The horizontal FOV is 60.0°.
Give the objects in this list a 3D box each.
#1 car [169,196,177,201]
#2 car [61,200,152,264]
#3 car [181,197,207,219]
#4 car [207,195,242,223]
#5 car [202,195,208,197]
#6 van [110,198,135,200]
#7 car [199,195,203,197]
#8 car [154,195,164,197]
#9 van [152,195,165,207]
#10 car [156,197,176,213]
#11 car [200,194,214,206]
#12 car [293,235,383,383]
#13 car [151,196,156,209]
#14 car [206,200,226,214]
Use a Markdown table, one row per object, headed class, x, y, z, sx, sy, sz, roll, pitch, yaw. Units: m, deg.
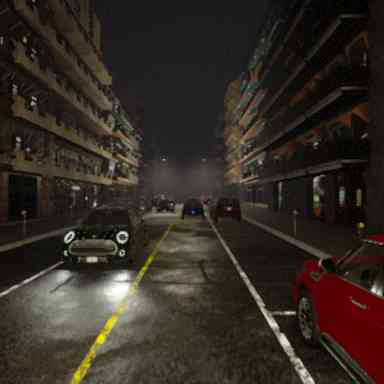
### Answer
| class | x | y | z | sx | sy | sz | roll | pitch | yaw |
| --- | --- | --- | --- | --- | --- | --- | --- | --- | --- |
| car | -5.337 | 1.700 | 92.150 | 1.947 | 1.339 | 4.313 | 1 | 0 | 0 |
| car | -2.843 | 1.328 | 11.728 | 2.097 | 1.767 | 4.553 | 0 | 0 | 0 |
| car | 0.092 | 1.457 | 29.030 | 1.882 | 1.535 | 5.008 | 0 | 0 | 0 |
| car | 2.571 | 1.290 | 25.421 | 2.192 | 1.841 | 5.009 | 1 | 0 | 0 |
| car | 2.558 | 1.597 | 53.237 | 1.947 | 1.339 | 4.313 | 1 | 0 | 0 |
| van | -5.308 | 1.316 | 25.382 | 1.690 | 1.788 | 3.998 | 1 | 0 | 0 |
| car | 0.084 | 1.488 | 44.354 | 1.882 | 1.535 | 5.008 | 0 | 0 | 0 |
| car | -5.320 | 1.569 | 47.638 | 2.008 | 1.369 | 4.403 | 1 | 0 | 0 |
| van | -5.319 | 1.372 | 53.202 | 1.690 | 1.788 | 3.998 | 1 | 0 | 0 |
| car | -2.787 | 1.541 | 36.701 | 2.033 | 1.411 | 5.357 | 0 | 0 | 1 |
| car | 2.559 | 1.359 | 58.802 | 2.192 | 1.841 | 5.009 | 1 | 0 | 0 |
| car | 2.582 | 1.306 | 3.186 | 2.192 | 1.841 | 5.009 | 1 | 0 | 0 |
| car | -5.316 | 1.518 | 36.339 | 1.752 | 1.417 | 4.829 | 1 | 0 | 0 |
| car | 2.563 | 1.575 | 36.545 | 1.802 | 1.307 | 4.206 | 1 | 0 | 0 |
